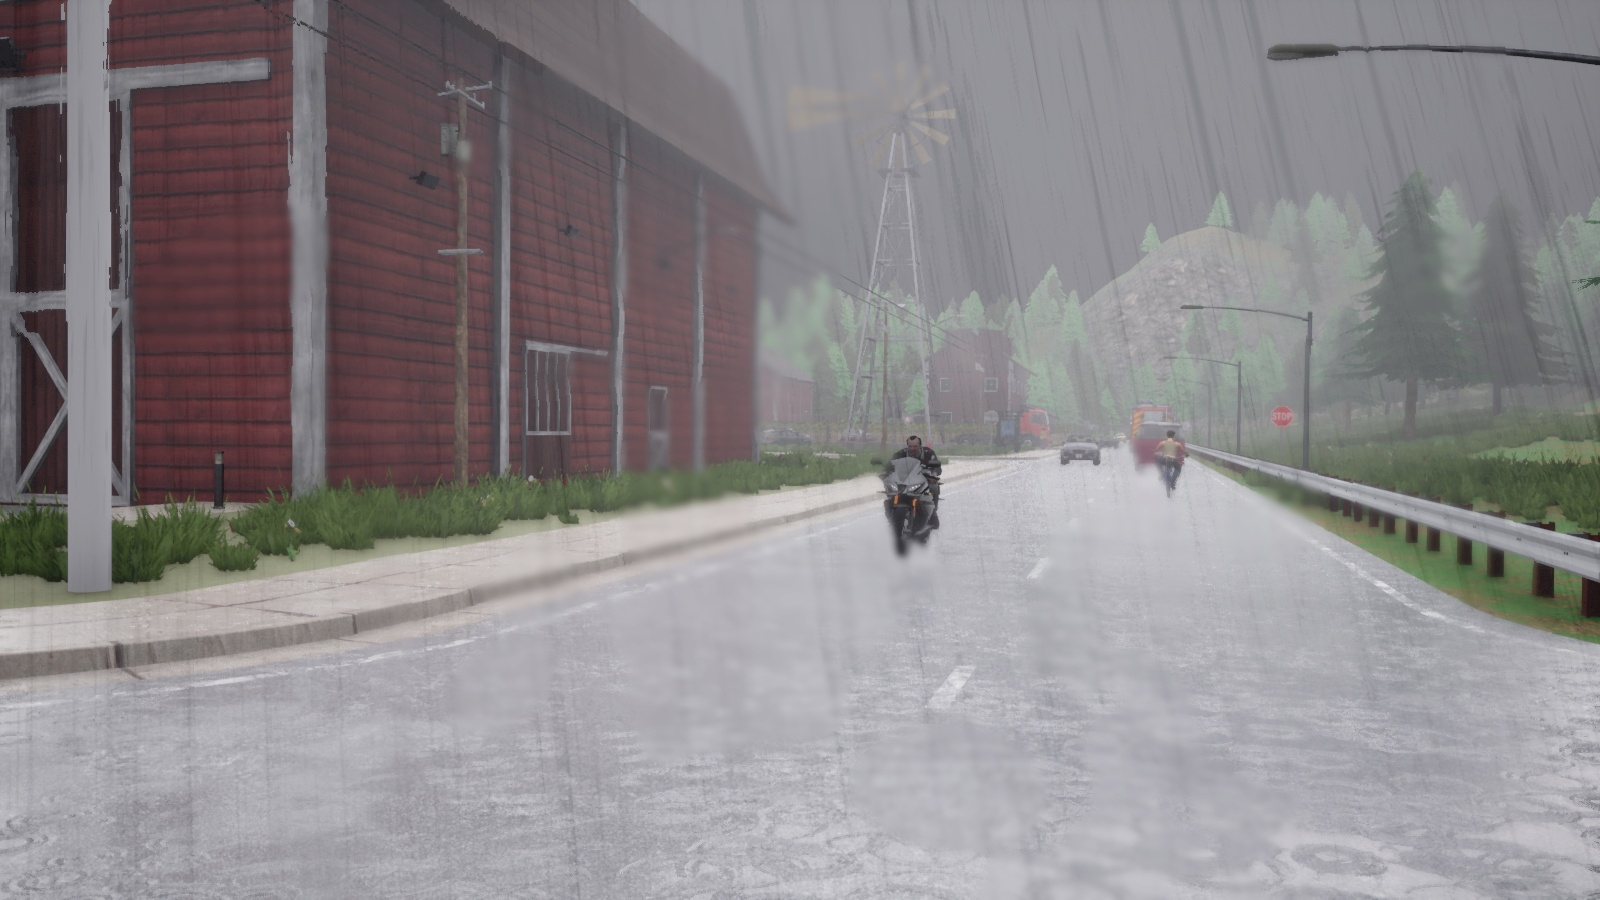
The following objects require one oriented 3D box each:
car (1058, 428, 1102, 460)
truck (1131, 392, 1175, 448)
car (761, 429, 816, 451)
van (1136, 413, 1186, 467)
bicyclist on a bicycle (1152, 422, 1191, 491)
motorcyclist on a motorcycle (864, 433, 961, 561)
[{"bbox_3d":[13.383,-0.320,59.829,1.816,1.474,4.193,0,1,15],"label":"car"},{"bbox_3d":[25.392,-2.149,90.571,2.891,3.827,8.468,0,1,15],"label":"truck"},{"bbox_3d":[-0.863,-0.720,92.837,3.705,1.549,1.789,-1,1,-20],"label":"car"},{"bbox_3d":[14.122,-0.416,49.254,1.775,1.987,4.442,0,1,15],"label":"van"},{"bbox_3d":[8.885,0.146,30.077,0.866,1.612,1.509,0,1,16],"label":"bicyclist on a bicycle"},{"bbox_3d":[1.500,0.561,16.290,0.866,1.530,2.191,0,1,15],"label":"motorcyclist on a motorcycle"}]
